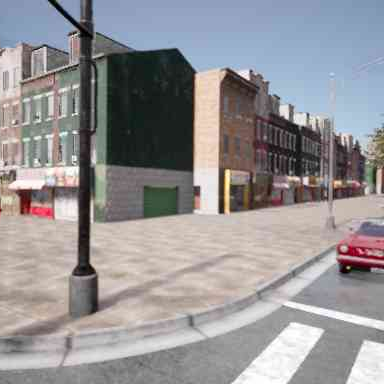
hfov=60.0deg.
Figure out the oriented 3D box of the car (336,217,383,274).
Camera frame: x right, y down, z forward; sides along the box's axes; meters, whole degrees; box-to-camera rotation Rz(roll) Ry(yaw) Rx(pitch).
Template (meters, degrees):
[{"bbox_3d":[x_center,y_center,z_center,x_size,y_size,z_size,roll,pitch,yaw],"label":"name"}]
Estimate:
[{"bbox_3d":[5.401,1.404,9.177,1.895,1.301,4.718,1,1,35],"label":"car"}]
